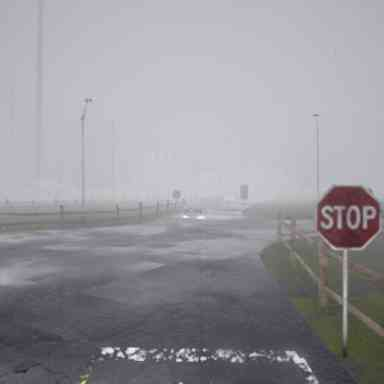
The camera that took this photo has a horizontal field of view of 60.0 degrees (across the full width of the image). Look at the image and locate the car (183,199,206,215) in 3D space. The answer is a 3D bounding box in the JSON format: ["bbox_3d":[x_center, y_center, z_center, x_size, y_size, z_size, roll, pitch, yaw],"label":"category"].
[{"bbox_3d":[0.341,1.461,33.096,1.812,1.442,4.674,0,0,10],"label":"car"}]

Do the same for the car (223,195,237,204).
[{"bbox_3d":[6.796,1.348,59.407,1.812,1.442,4.674,0,0,18],"label":"car"}]
